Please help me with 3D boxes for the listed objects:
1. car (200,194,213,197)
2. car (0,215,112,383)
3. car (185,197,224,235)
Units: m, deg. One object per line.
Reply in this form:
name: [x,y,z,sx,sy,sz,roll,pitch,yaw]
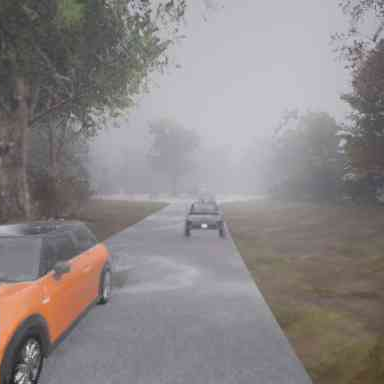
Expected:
car: [1.523,0.913,35.024,2.033,1.411,5.357,0,1,3]
car: [-2.726,1.315,4.970,2.097,1.767,4.553,1,0,2]
car: [0.643,1.259,17.335,2.128,1.511,4.902,0,1,2]
